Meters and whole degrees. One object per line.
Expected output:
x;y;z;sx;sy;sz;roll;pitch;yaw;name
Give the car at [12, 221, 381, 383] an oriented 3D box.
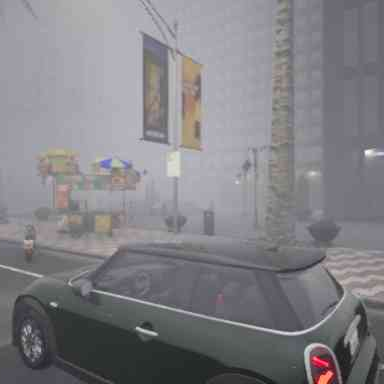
-0.283;1.355;4.194;4.553;1.767;2.097;0;0;36;car
